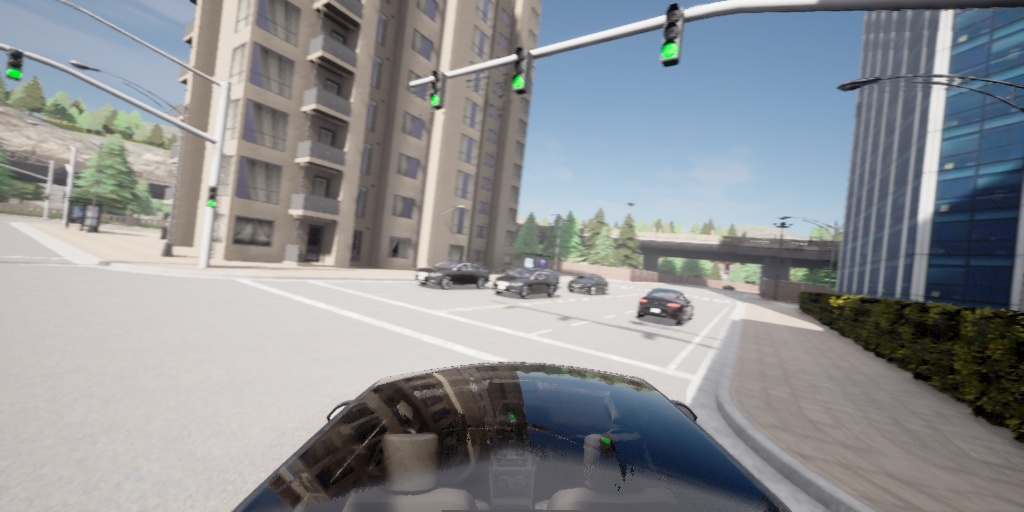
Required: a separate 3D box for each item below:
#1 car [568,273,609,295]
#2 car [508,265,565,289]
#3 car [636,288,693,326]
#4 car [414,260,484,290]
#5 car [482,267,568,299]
[{"bbox_3d":[5.911,2.101,27.394,1.837,1.490,4.892,6,0,34],"label":"car"},{"bbox_3d":[2.018,1.643,27.827,2.128,1.511,4.902,6,0,34],"label":"car"},{"bbox_3d":[7.070,2.235,16.384,1.812,1.442,4.674,6,-1,34],"label":"car"},{"bbox_3d":[-3.171,0.995,19.980,2.128,1.511,4.902,6,0,34],"label":"car"},{"bbox_3d":[0.866,1.457,19.769,2.128,1.511,4.902,6,0,34],"label":"car"}]
